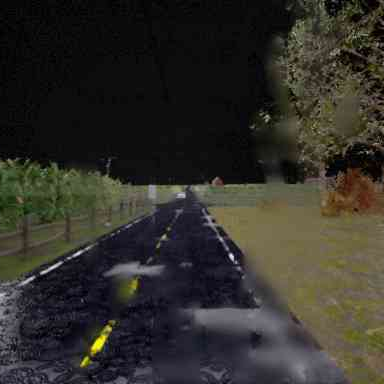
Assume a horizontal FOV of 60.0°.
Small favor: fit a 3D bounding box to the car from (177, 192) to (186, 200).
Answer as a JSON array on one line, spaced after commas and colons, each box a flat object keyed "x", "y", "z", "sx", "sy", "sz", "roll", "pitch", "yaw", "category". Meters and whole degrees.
[{"x": -2.776, "y": 0.944, "z": 88.898, "sx": 2.150, "sy": 2.045, "sz": 5.566, "roll": 0, "pitch": 0, "yaw": 0, "category": "car"}]
